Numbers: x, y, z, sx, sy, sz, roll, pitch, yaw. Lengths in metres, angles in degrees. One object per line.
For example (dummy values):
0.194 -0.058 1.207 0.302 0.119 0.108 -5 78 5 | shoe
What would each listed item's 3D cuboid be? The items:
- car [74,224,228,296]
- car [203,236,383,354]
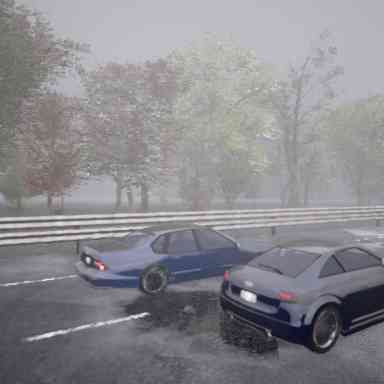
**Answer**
-0.167 1.547 8.624 5.357 1.411 2.033 0 0 -33 | car
2.540 1.582 6.192 4.181 1.385 1.994 0 0 -33 | car
